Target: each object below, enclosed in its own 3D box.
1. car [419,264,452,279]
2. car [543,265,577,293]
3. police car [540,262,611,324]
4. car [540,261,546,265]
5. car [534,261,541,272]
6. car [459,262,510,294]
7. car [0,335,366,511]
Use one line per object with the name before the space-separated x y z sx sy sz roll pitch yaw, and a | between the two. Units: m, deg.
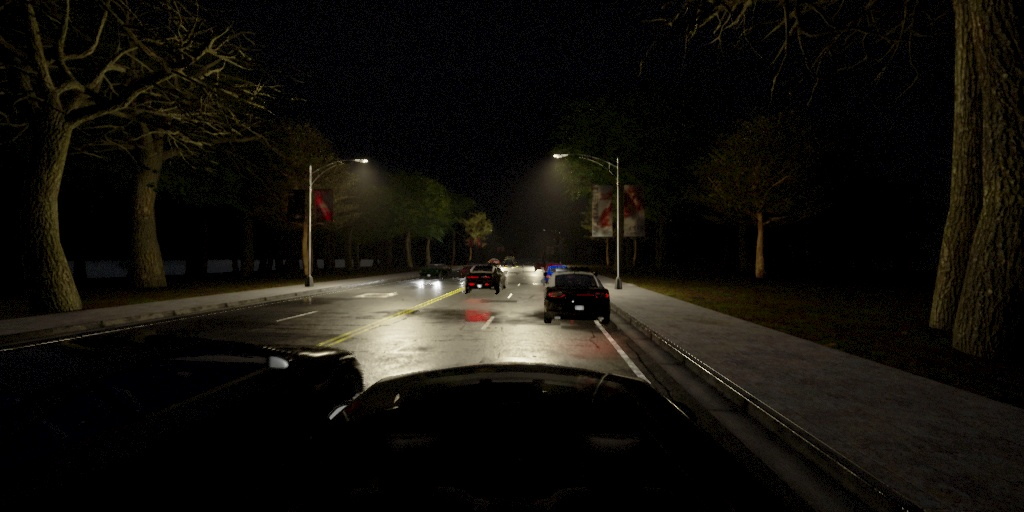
car | -7.086 1.398 33.473 1.895 1.301 4.718 0 0 5
car | 2.841 1.300 22.011 1.812 1.442 4.674 0 0 5
police car | 2.017 1.183 12.143 1.930 1.638 5.238 0 0 5
car | 3.332 1.313 27.998 1.812 1.442 4.674 0 0 5
car | 4.073 1.375 49.312 1.812 1.442 4.674 0 0 5
car | -1.426 1.273 20.492 1.837 1.490 4.892 0 -1 5
car | -2.921 1.314 2.818 1.994 1.385 4.181 0 0 5
